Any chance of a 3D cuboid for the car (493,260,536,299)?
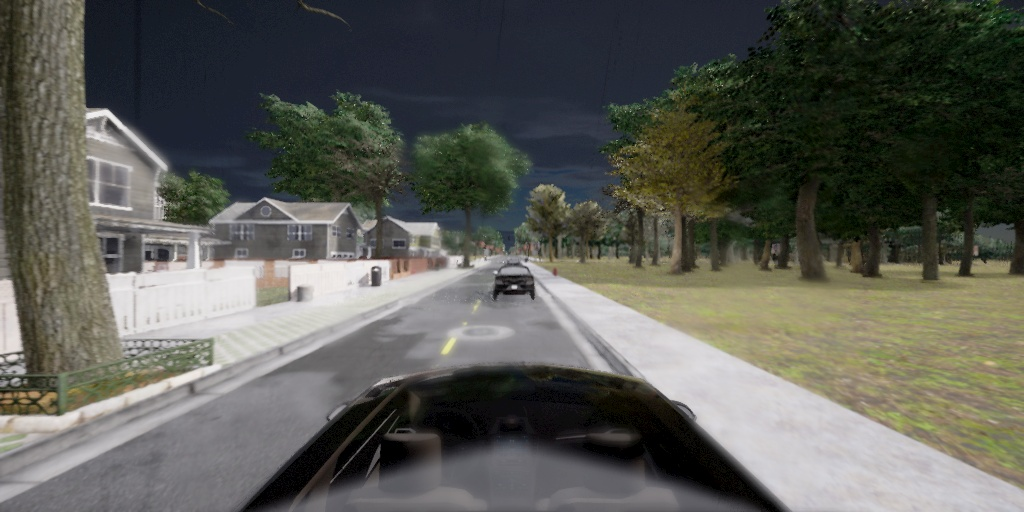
[{"bbox_3d":[0.110,1.152,17.665,1.882,1.535,5.008,0,0,0],"label":"car"}]
